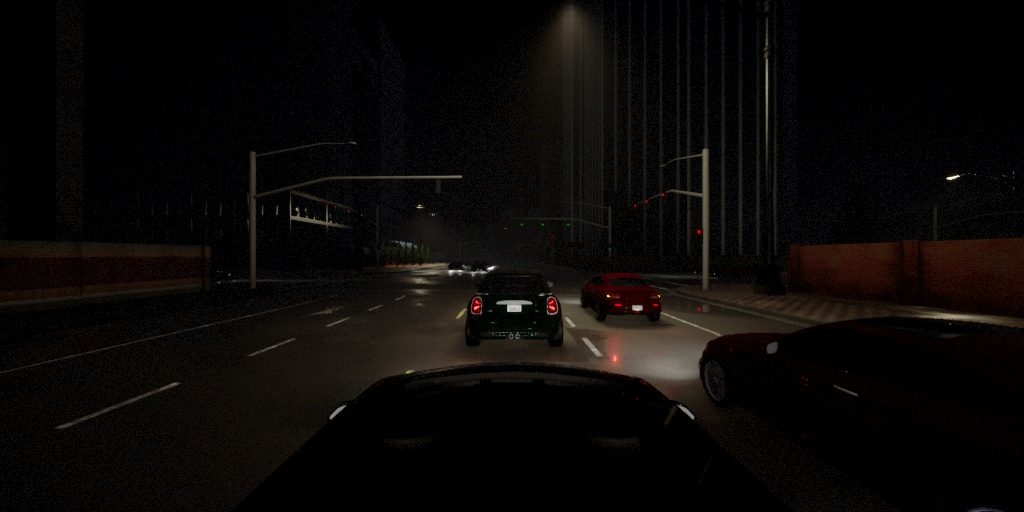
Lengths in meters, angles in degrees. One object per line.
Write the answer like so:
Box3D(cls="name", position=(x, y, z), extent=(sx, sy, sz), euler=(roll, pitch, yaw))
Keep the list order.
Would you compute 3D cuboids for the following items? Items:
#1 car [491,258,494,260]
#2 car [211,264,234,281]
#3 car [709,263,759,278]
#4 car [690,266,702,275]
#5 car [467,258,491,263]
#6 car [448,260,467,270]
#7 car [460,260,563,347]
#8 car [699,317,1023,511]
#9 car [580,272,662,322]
Box3D(cls="car", position=(-4.453, 1.351, 61.843), extent=(1.895, 1.301, 4.718), euler=(0, 0, -1))
Box3D(cls="car", position=(-25.409, 1.238, 29.117), extent=(4.902, 1.511, 2.128), euler=(0, 0, -1))
Box3D(cls="car", position=(20.986, 1.351, 33.247), extent=(4.718, 1.301, 1.895), euler=(0, 0, -1))
Box3D(cls="car", position=(20.947, 1.351, 36.746), extent=(4.718, 1.301, 1.895), euler=(0, 0, -1))
Box3D(cls="car", position=(-4.303, 1.297, 47.042), extent=(2.033, 1.411, 5.357), euler=(0, 0, -1))
Box3D(cls="car", position=(-7.886, 1.314, 51.106), extent=(1.994, 1.385, 4.181), euler=(0, 0, -1))
Box3D(cls="car", position=(0.062, 1.102, 9.518), extent=(2.097, 1.767, 4.553), euler=(0, 0, 0))
Box3D(cls="car", position=(3.586, 1.276, 3.194), extent=(1.812, 1.442, 4.674), euler=(0, 0, 0))
Box3D(cls="car", position=(3.556, 1.276, 12.276), extent=(1.812, 1.442, 4.674), euler=(0, 0, 2))
